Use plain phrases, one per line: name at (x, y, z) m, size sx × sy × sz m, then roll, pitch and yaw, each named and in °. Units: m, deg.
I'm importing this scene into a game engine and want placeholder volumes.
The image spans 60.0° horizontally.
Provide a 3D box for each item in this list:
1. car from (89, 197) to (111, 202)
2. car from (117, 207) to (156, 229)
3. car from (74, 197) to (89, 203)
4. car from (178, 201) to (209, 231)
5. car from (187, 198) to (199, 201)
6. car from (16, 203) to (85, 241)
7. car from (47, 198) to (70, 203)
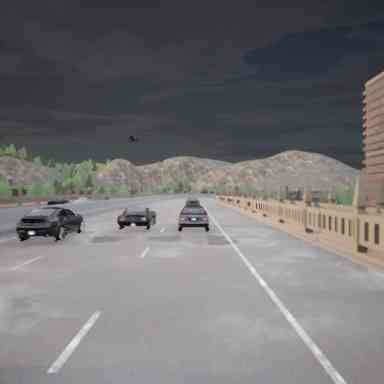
car at (-13.995, 1.497, 52.209) m, size 2.128 × 1.511 × 4.902 m, roll 0°, pitch 0°, yaw 0°
car at (-3.396, 1.602, 21.437) m, size 1.895 × 1.301 × 4.718 m, roll 0°, pitch 0°, yaw 0°
car at (-17.492, 1.535, 53.694) m, size 1.812 × 1.442 × 4.674 m, roll 0°, pitch 0°, yaw 0°
car at (0.105, 1.549, 20.764) m, size 2.033 × 1.411 × 5.357 m, roll 0°, pitch 0°, yaw 0°
car at (0.109, 1.507, 42.681) m, size 1.837 × 1.490 × 4.892 m, roll 0°, pitch 0°, yaw 0°
car at (-6.897, 1.506, 16.705) m, size 1.837 × 1.490 × 4.892 m, roll 0°, pitch 0°, yaw 0°
car at (-20.993, 1.605, 52.379) m, size 1.895 × 1.301 × 4.718 m, roll 0°, pitch 0°, yaw 0°
